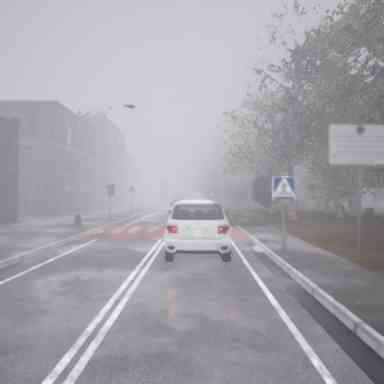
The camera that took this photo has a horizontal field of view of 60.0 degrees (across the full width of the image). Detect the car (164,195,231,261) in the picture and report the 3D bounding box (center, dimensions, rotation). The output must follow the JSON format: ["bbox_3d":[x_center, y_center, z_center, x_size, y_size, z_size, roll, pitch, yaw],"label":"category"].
[{"bbox_3d":[0.233,1.281,12.629,2.150,2.045,5.566,0,0,1],"label":"car"}]

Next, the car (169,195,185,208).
[{"bbox_3d":[-2.416,1.501,54.596,2.150,2.045,5.566,0,-1,2],"label":"car"}]
